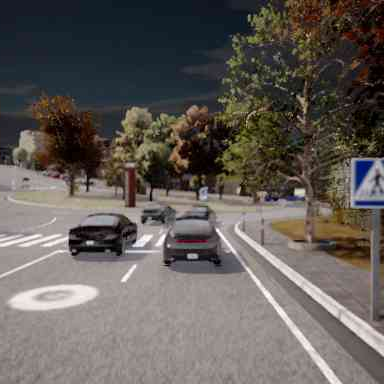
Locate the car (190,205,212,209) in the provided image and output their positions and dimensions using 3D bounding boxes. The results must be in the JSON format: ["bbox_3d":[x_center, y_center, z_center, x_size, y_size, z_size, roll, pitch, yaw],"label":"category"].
[{"bbox_3d":[0.677,1.694,24.470,2.033,1.411,5.357,0,0,12],"label":"car"}]

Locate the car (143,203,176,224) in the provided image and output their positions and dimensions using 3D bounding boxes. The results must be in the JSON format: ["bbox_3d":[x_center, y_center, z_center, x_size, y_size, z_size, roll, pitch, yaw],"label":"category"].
[{"bbox_3d":[-2.463,1.640,26.026,1.837,1.490,4.892,0,0,13],"label":"car"}]

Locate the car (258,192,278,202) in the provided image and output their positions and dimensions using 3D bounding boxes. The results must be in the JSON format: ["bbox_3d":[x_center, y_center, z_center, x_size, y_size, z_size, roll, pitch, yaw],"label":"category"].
[{"bbox_3d":[15.562,0.949,69.009,2.150,2.045,5.566,-1,1,-24],"label":"car"}]

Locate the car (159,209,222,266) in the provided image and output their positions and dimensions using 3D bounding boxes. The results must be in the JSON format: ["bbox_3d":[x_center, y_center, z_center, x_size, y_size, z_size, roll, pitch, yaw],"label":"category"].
[{"bbox_3d":[0.009,1.618,12.071,1.837,1.490,4.892,0,0,0],"label":"car"}]

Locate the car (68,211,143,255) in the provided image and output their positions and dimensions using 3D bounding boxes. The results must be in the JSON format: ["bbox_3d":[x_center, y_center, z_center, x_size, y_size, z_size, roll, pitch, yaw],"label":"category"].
[{"bbox_3d":[-3.497,1.599,13.869,1.882,1.535,5.008,0,0,0],"label":"car"}]

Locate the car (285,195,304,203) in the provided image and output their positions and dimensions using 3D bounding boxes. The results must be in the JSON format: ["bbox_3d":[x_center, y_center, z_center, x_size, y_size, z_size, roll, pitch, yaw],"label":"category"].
[{"bbox_3d":[20.197,1.323,65.331,1.812,1.442,4.674,0,1,-15],"label":"car"}]
